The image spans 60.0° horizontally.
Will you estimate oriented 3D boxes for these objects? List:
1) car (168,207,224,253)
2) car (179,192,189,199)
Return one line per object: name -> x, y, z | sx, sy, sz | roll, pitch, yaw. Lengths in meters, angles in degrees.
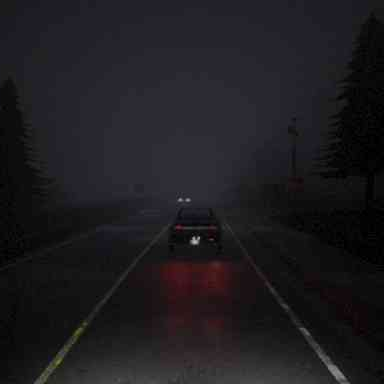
car -> 0.182, 1.315, 12.792 | 2.128, 1.511, 4.902 | 0, 1, 2
car -> -1.533, 0.721, 66.482 | 1.895, 1.301, 4.718 | 0, 1, 2
